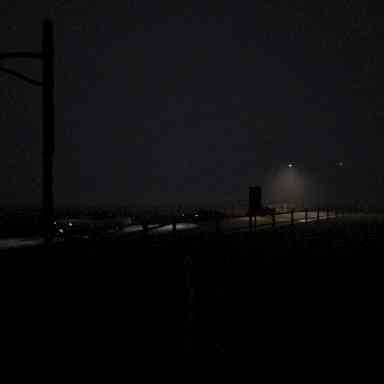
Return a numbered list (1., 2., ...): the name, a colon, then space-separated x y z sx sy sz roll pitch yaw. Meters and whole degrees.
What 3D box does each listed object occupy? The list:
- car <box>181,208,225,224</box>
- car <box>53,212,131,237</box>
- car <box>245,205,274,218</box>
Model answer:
1. car: 1.077 2.121 30.254 1.895 1.301 4.718 0 -1 36
2. car: -6.009 1.885 20.233 1.895 1.301 4.718 0 -1 33
3. car: 8.292 2.305 40.141 2.033 1.411 5.357 0 -1 36
